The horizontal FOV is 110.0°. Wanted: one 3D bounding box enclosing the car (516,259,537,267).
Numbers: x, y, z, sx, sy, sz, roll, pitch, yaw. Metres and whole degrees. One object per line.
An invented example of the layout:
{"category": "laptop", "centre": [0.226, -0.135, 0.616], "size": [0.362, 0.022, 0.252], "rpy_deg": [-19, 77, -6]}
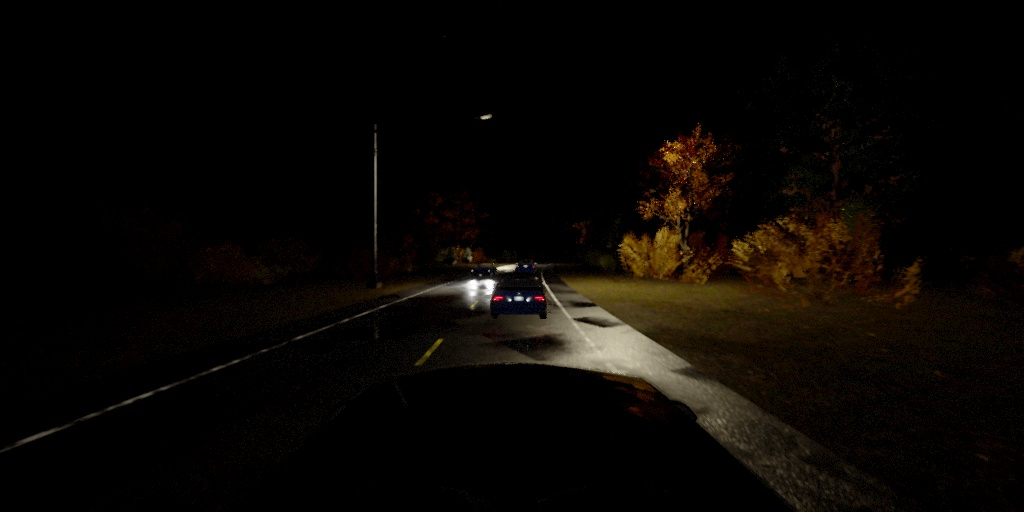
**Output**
{"category": "car", "centre": [1.499, 1.093, 37.681], "size": [2.097, 1.767, 4.553], "rpy_deg": [0, 0, 4]}

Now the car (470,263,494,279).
{"category": "car", "centre": [-2.524, 1.342, 32.667], "size": [1.895, 1.301, 4.718], "rpy_deg": [0, 0, 4]}

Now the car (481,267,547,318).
{"category": "car", "centre": [0.265, 1.297, 13.017], "size": [2.033, 1.411, 5.357], "rpy_deg": [0, 0, 1]}
